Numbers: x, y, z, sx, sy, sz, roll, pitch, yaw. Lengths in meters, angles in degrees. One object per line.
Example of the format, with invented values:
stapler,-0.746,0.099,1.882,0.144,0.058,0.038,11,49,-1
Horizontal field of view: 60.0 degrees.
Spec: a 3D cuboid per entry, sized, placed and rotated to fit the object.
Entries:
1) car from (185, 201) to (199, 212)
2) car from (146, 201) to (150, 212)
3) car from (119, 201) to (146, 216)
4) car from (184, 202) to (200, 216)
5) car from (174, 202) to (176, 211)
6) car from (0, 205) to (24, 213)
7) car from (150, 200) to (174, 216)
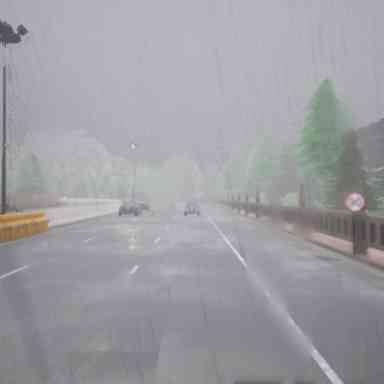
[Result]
car,0.000,2.088,48.334,2.033,1.411,5.357,0,-1,0
car,-7.000,2.046,48.334,1.837,1.490,4.892,0,-1,0
car,-7.000,1.781,38.303,2.097,1.767,4.553,0,-1,0
car,0.000,1.972,37.914,2.033,1.411,5.357,0,-1,0
car,-3.500,1.895,48.548,2.097,1.767,4.553,0,-1,0
car,-17.537,1.891,30.608,2.033,1.411,5.357,0,-1,1
car,-3.401,1.955,38.296,1.812,1.442,4.674,0,-1,0
